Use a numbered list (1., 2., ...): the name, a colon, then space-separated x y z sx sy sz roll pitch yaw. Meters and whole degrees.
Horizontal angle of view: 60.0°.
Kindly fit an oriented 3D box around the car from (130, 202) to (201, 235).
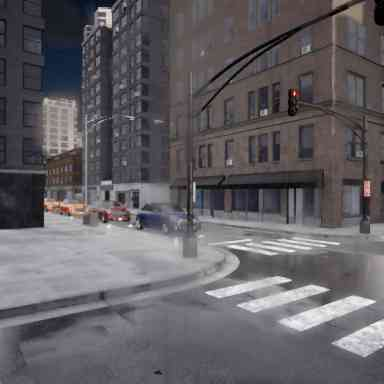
1. car: -1.470 1.420 19.482 2.097 1.767 4.553 0 0 -38

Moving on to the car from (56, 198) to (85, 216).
1. car: -12.260 1.501 34.640 2.097 1.767 4.553 0 0 -35

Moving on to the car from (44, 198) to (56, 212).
1. car: -17.866 1.542 42.521 2.097 1.767 4.553 0 0 -35

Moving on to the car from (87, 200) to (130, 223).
1. car: -6.665 1.460 26.768 2.097 1.767 4.553 0 0 -35

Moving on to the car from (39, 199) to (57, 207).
1. car: -24.768 1.863 57.201 1.895 1.301 4.718 0 0 -35
